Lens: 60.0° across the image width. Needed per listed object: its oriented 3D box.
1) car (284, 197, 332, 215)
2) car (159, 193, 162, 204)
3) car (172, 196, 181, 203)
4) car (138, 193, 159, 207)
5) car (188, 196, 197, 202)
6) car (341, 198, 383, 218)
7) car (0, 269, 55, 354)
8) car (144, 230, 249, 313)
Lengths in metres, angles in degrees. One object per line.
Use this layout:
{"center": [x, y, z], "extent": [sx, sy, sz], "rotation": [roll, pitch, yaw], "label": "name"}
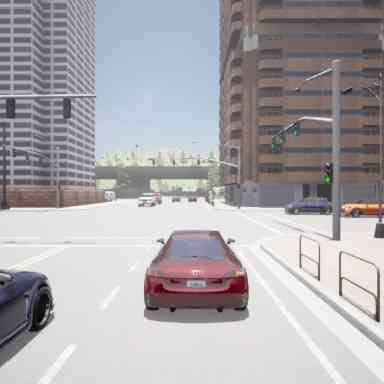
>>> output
{"center": [11.593, 1.352, 33.203], "extent": [4.553, 1.767, 2.097], "rotation": [0, 0, 2], "label": "car"}
{"center": [-6.963, 1.221, 62.593], "extent": [2.150, 2.045, 5.566], "rotation": [0, 0, 1], "label": "car"}
{"center": [-3.356, 1.542, 71.955], "extent": [2.033, 1.411, 5.357], "rotation": [0, 0, 0], "label": "car"}
{"center": [-7.014, 1.221, 52.173], "extent": [2.150, 2.045, 5.566], "rotation": [0, 0, 0], "label": "car"}
{"center": [0.114, 1.525, 73.412], "extent": [2.128, 1.511, 4.902], "rotation": [0, 0, 0], "label": "car"}
{"center": [15.563, 1.352, 29.616], "extent": [4.553, 1.767, 2.097], "rotation": [0, 0, 1], "label": "car"}
{"center": [-3.434, 1.564, 4.207], "extent": [1.994, 1.385, 4.181], "rotation": [0, 0, 1], "label": "car"}
{"center": [0.092, 1.564, 7.775], "extent": [1.994, 1.385, 4.181], "rotation": [0, 0, 0], "label": "car"}
